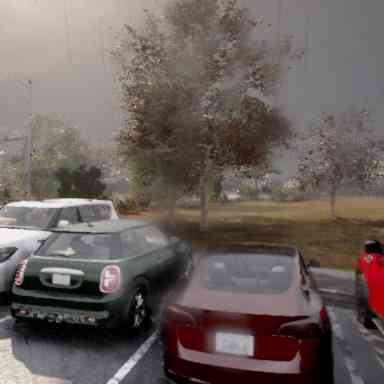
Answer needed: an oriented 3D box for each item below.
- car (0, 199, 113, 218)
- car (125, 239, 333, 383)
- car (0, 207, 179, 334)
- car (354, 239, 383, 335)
[{"bbox_3d":[-3.860,1.229,8.789,2.435,2.045,5.566,1,0,15],"label":"car"},{"bbox_3d":[1.011,1.524,5.426,2.163,1.488,4.792,0,-1,15],"label":"car"},{"bbox_3d":[-1.430,1.366,7.083,2.185,1.767,4.553,0,-1,15],"label":"car"},{"bbox_3d":[3.436,1.234,3.704,2.435,2.045,5.566,0,-1,15],"label":"car"}]
